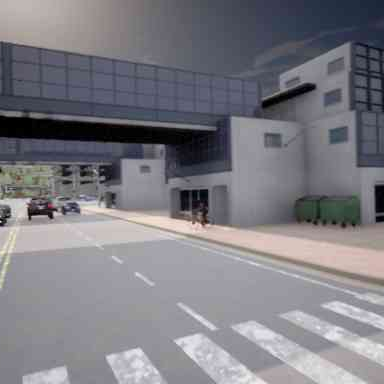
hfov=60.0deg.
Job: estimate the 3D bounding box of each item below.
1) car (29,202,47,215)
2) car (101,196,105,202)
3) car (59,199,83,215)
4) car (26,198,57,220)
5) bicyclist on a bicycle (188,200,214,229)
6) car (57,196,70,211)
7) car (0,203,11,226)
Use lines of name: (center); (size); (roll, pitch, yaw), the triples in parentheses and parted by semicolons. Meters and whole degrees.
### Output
car: (-19.024, 1.987, 41.000); (1.812, 1.442, 4.674); (-1, 0, -26)
car: (-21.685, 1.679, 83.849); (1.932, 1.855, 4.605); (-1, 0, -26)
car: (-14.289, 1.872, 39.255); (1.812, 1.442, 4.674); (-1, 0, -26)
car: (-14.724, 1.579, 32.308); (2.150, 2.045, 5.566); (-1, 0, -26)
bicyclist on a bicycle: (0.506, 1.292, 19.004); (1.656, 1.620, 0.582); (-2, 0, -26)
car: (-18.578, 1.672, 47.831); (2.150, 2.045, 5.566); (-1, 0, -26)
car: (-15.732, 1.733, 26.011); (2.097, 1.767, 4.553); (-1, 0, -26)
